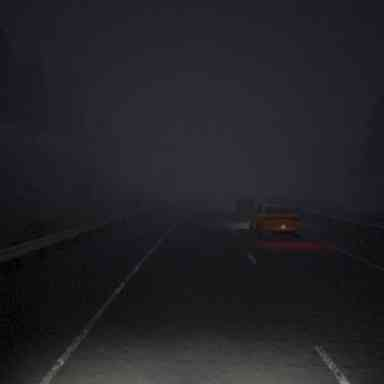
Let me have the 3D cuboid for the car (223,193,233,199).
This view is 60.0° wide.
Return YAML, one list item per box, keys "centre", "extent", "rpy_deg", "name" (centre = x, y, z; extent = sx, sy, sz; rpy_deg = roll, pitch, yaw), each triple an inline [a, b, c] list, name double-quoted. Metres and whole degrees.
- centre: [8.768, 0.944, 80.820]
  extent: [1.882, 1.535, 5.008]
  rpy_deg: [0, 0, 14]
  name: "car"

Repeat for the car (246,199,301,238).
- centre: [4.134, 1.366, 17.072]
  extent: [1.882, 1.535, 5.008]
  rpy_deg: [0, 0, 3]
  name: "car"

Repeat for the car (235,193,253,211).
- centre: [5.802, 1.235, 36.883]
  extent: [1.882, 1.535, 5.008]
  rpy_deg: [0, 0, 6]
  name: "car"
